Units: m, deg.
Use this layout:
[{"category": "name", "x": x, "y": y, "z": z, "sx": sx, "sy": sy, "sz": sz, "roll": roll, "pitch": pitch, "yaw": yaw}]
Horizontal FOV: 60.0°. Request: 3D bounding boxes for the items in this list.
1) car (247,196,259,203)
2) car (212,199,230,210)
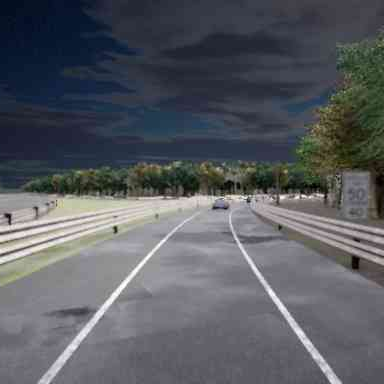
[{"category": "car", "x": 12.854, "y": 1.552, "z": 69.577, "sx": 1.837, "sy": 1.490, "sz": 4.892, "roll": 1, "pitch": 0, "yaw": 27}, {"category": "car", "x": 3.880, "y": 1.659, "z": 44.061, "sx": 1.994, "sy": 1.385, "sz": 4.181, "roll": 1, "pitch": 0, "yaw": 13}]
